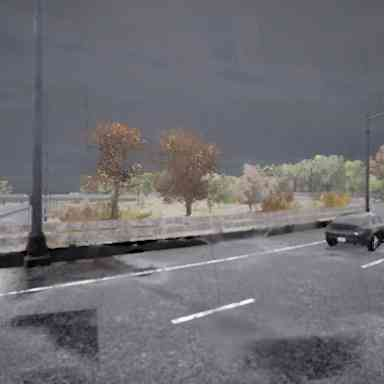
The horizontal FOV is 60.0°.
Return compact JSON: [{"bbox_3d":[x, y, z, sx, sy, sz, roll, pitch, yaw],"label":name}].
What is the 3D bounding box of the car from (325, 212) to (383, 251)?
[{"bbox_3d":[7.715,1.654,14.940,4.892,1.490,1.837,0,0,-44],"label":"car"}]
